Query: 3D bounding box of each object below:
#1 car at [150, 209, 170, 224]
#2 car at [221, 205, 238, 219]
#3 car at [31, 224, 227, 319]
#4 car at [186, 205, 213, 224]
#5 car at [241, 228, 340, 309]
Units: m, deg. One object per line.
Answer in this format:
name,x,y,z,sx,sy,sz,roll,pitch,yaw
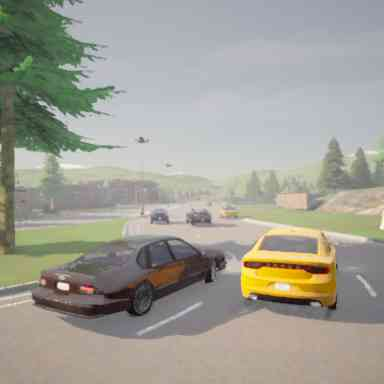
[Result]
car,-3.282,2.440,34.435,1.812,1.442,4.674,-1,-1,-5
car,4.454,2.387,40.067,1.801,1.575,5.366,-1,-1,1
car,-1.038,1.775,8.136,2.033,1.411,5.357,-2,-2,31
car,0.601,2.250,30.610,2.128,1.511,4.902,-1,-1,-7
car,2.650,1.656,8.492,1.882,1.535,5.008,-1,-1,23
